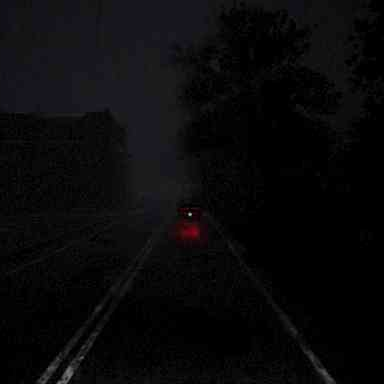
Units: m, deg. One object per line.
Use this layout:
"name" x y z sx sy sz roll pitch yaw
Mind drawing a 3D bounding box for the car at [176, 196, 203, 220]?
"car" -0.193 1.319 26.267 1.837 1.490 4.892 0 1 -1

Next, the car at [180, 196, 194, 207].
"car" -0.741 1.230 45.308 1.895 1.301 4.718 0 1 -2
